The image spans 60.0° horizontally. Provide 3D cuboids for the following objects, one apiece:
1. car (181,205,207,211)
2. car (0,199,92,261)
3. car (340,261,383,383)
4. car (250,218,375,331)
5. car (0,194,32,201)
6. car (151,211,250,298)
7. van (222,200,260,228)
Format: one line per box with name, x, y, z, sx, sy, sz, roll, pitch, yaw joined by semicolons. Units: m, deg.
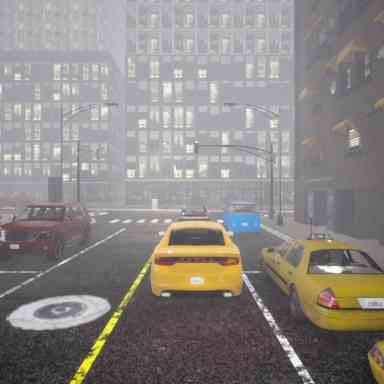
car;0.125;1.497;19.059;2.128;1.511;4.902;0;0;0
car;-5.298;1.318;12.457;2.192;1.841;5.009;0;0;0
car;2.570;1.526;1.337;1.752;1.417;4.829;0;0;0
car;2.576;1.527;6.977;1.752;1.417;4.829;0;0;0
car;-20.833;1.112;38.090;5.009;1.841;2.192;1;-1;0
car;0.108;1.479;8.588;1.882;1.535;5.008;0;0;0
van;2.588;1.346;18.088;1.690;1.788;3.998;0;0;0
